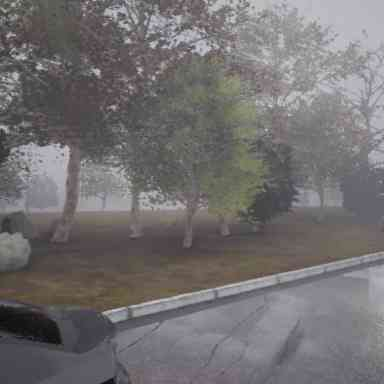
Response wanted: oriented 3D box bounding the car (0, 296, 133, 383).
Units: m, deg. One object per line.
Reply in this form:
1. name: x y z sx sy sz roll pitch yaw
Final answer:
1. car: -2.731 1.501 1.739 4.892 1.490 1.837 1 0 -35
